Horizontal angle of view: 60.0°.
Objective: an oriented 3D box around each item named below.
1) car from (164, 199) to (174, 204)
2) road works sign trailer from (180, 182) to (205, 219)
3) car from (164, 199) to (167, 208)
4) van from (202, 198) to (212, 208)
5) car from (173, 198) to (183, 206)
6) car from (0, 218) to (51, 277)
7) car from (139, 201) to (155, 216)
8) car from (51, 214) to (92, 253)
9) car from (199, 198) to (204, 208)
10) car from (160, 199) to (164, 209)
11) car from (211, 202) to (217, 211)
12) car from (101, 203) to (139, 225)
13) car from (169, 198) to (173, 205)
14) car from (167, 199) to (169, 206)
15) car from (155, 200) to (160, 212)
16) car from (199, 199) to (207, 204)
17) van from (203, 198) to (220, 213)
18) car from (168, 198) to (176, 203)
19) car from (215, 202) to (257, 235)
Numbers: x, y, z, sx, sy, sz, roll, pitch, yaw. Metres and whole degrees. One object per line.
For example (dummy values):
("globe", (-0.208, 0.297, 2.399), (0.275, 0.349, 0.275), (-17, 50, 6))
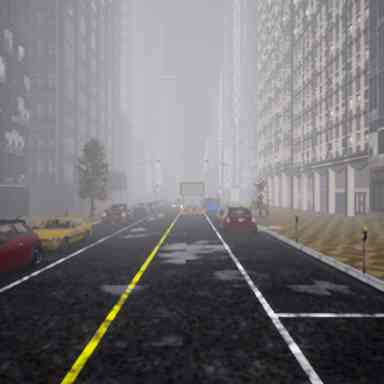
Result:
("car", (-5.655, 2.333, 82.711), (2.008, 1.369, 4.403), (-1, -1, 0))
("road works sign trailer", (0.039, 0.780, 33.313), (2.380, 3.560, 2.880), (0, -1, 0))
("car", (-5.671, 2.065, 54.294), (2.008, 1.369, 4.403), (-1, -1, 0))
("van", (2.712, 1.909, 59.975), (1.690, 1.788, 3.998), (-1, -1, 0))
("car", (-2.964, 2.197, 71.775), (1.812, 1.442, 4.674), (0, -1, 0))
("car", (-5.694, 1.525, 8.828), (1.967, 1.590, 4.097), (-1, -1, 0))
("car", (-5.679, 1.904, 37.244), (2.008, 1.369, 4.403), (-1, -1, 0))
("car", (-5.690, 1.662, 14.341), (1.752, 1.417, 4.829), (-1, -1, 0))
("car", (2.708, 1.830, 54.292), (2.192, 1.841, 5.009), (-1, -1, 0))
("car", (-5.673, 2.005, 48.611), (1.887, 1.381, 4.507), (-1, -1, 0))
("car", (2.696, 1.773, 26.043), (1.752, 1.417, 4.829), (-1, -1, 0))
("car", (-5.685, 1.686, 25.879), (1.967, 1.590, 4.097), (-1, -1, 0))
("car", (-5.661, 2.226, 71.345), (2.008, 1.369, 4.403), (-1, -1, 0))
("car", (-5.667, 2.150, 59.977), (1.802, 1.307, 4.206), (-1, -1, 0))
("car", (-5.676, 1.973, 42.927), (1.947, 1.339, 4.313), (-1, -1, 0))
("car", (2.725, 2.333, 82.707), (2.008, 1.369, 4.403), (-1, -1, 0))
("van", (2.703, 1.748, 42.925), (1.690, 1.788, 3.998), (-1, -1, 0))
("car", (-5.649, 2.471, 94.077), (1.802, 1.307, 4.206), (-1, -1, 0))
("car", (2.692, 1.632, 20.191), (1.967, 1.590, 4.097), (-1, -1, 0))
